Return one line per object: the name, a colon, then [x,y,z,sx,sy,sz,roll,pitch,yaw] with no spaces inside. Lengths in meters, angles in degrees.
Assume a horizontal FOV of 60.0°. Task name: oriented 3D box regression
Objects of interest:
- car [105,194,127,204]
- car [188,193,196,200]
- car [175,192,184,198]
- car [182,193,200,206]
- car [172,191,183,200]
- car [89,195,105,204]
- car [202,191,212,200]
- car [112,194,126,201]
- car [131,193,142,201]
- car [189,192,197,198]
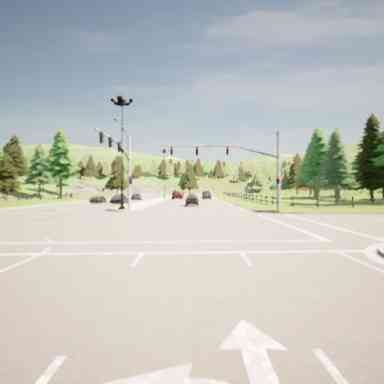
car: [-11.571,1.195,52.567,2.033,1.411,5.357,0,0,0]
car: [0.034,0.958,77.115,1.882,1.535,5.008,0,0,1]
car: [-3.247,0.833,87.476,1.882,1.535,5.008,0,0,2]
car: [-0.004,1.195,46.096,1.837,1.490,4.892,0,0,0]
car: [-3.469,0.707,76.730,2.150,2.045,5.566,0,0,1]
car: [-15.068,1.207,53.386,1.994,1.385,4.181,0,0,0]
car: [3.530,1.022,76.699,2.033,1.411,5.357,0,0,1]
car: [-15.005,1.091,68.973,1.994,1.385,4.181,0,0,0]
car: [-11.506,1.043,68.342,1.837,1.490,4.892,0,0,0]
car: [0.251,0.881,87.385,2.128,1.511,4.902,0,0,2]
